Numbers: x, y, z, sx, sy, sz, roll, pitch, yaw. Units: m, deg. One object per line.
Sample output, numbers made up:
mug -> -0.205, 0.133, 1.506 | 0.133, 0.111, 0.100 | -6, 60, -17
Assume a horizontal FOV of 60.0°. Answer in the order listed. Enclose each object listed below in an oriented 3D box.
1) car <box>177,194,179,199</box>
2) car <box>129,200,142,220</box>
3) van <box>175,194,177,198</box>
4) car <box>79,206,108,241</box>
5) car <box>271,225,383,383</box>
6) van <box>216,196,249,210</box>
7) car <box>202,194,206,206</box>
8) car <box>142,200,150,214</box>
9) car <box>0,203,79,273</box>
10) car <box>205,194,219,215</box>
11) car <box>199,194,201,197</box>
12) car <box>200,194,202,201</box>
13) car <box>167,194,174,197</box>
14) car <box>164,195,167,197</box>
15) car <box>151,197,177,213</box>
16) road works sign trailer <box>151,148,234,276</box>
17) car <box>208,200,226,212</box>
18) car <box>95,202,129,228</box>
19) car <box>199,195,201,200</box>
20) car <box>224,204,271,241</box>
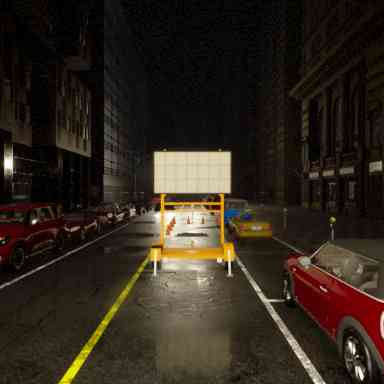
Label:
car -> -5.609, 1.588, 94.877 | 1.887, 1.381, 4.507 | 0, 0, 0
car -> -5.721, 1.552, 27.652 | 2.008, 1.369, 4.403 | 0, 0, 0
van -> -5.619, 1.380, 89.275 | 1.690, 1.788, 3.998 | 0, 0, 0
car -> -5.740, 1.581, 16.447 | 1.802, 1.307, 4.206 | 0, 0, 0
car -> 2.766, 1.440, 5.243 | 1.967, 1.590, 4.097 | 0, 0, 0
van -> 2.794, 1.341, 22.049 | 1.690, 1.788, 3.998 | 0, 0, 0
car -> 2.831, 1.324, 44.455 | 2.192, 1.841, 5.009 | 0, 0, 0
car -> -5.712, 1.569, 33.253 | 1.947, 1.339, 4.313 | 0, 0, 0
car -> -5.750, 1.314, 10.845 | 2.192, 1.841, 5.009 | 0, 0, 0
car -> 2.812, 1.319, 33.252 | 2.192, 1.841, 5.009 | 0, 0, 0
car -> 2.869, 1.464, 66.862 | 1.967, 1.590, 4.097 | 0, 0, 0
car -> 2.850, 1.456, 55.659 | 1.967, 1.590, 4.097 | 0, 0, 0
car -> -5.647, 1.467, 72.468 | 1.967, 1.590, 4.097 | 0, 0, 0
car -> -5.675, 1.560, 55.662 | 1.887, 1.381, 4.507 | 0, 0, 0
car -> -2.941, 1.568, 36.321 | 1.994, 1.385, 4.181 | 0, 0, 0
road works sign trailer -> 0.014, 0.464, 10.292 | 2.380, 3.560, 2.880 | 0, 0, 0
car -> 2.823, 1.588, 38.854 | 1.802, 1.307, 4.206 | 0, 0, 0
car -> -5.731, 1.440, 22.049 | 1.967, 1.590, 4.097 | 0, 0, 0
car -> 2.860, 1.586, 61.260 | 1.947, 1.339, 4.313 | 0, 0, 0
car -> 2.785, 1.525, 16.617 | 1.752, 1.417, 4.829 | 0, 0, 0
